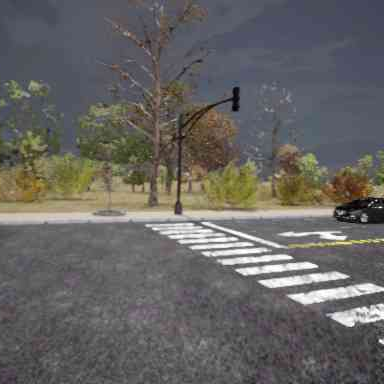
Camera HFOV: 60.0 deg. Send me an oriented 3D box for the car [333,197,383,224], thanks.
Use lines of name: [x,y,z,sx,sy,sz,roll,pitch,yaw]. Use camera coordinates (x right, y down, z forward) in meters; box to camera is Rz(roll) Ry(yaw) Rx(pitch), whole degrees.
car: [11.107,1.106,20.991,4.892,1.490,1.837,1,3,-25]
